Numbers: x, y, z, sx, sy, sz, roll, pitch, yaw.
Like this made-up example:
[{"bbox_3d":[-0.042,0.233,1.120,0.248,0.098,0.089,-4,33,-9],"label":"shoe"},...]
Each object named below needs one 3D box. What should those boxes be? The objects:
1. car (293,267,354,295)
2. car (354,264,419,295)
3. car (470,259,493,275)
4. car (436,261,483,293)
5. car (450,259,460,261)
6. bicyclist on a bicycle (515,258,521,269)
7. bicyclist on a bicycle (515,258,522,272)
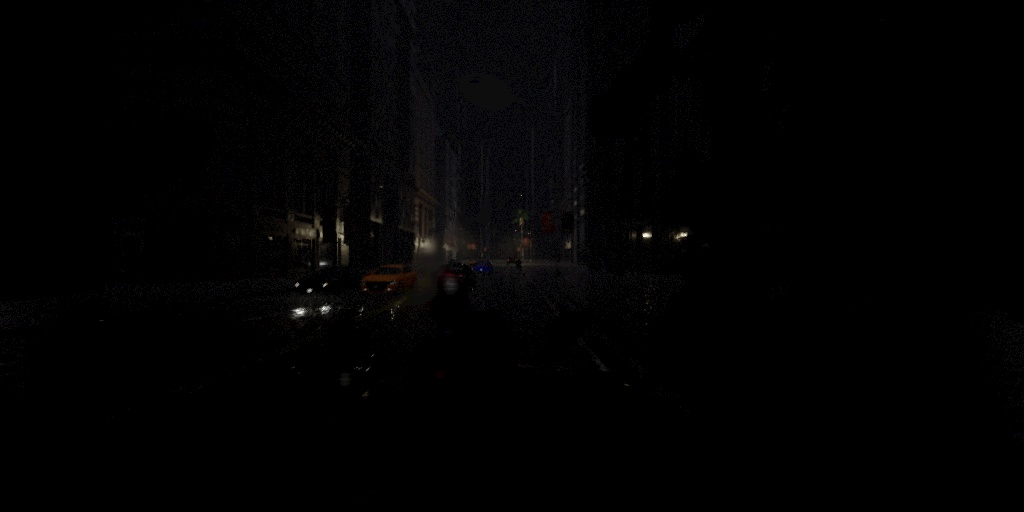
[{"bbox_3d":[-9.844,1.301,20.096,2.033,1.411,5.357,0,0,0],"label":"car"},{"bbox_3d":[-6.595,1.231,19.855,1.882,1.535,5.008,0,0,0],"label":"car"},{"bbox_3d":[-3.142,1.228,39.300,1.882,1.535,5.008,0,0,0],"label":"car"},{"bbox_3d":[-3.147,1.245,20.922,2.128,1.511,4.902,0,0,0],"label":"car"},{"bbox_3d":[-9.767,1.264,61.346,1.812,1.442,4.674,0,0,1],"label":"car"},{"bbox_3d":[0.902,1.181,53.741,0.866,1.612,1.509,0,0,0],"label":"bicyclist on a bicycle"},{"bbox_3d":[0.902,1.119,44.730,0.659,1.776,1.843,0,0,0],"label":"bicyclist on a bicycle"}]
